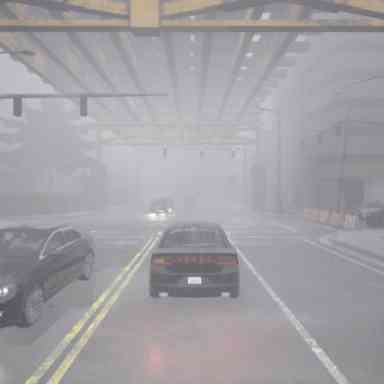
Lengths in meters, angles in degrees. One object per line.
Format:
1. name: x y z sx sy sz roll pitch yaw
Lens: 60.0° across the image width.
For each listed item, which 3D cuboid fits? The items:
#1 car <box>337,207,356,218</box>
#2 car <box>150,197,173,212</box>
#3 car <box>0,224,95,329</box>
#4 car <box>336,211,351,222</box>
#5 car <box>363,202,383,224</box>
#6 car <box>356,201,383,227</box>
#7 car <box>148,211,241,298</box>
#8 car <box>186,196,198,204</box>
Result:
1. car: 13.581 1.285 25.032 4.536 1.218 1.853 0 0 25
2. car: -3.674 1.482 38.303 2.128 1.511 4.902 0 0 0
3. car: -3.531 1.491 7.089 2.128 1.511 4.902 0 0 1
4. car: 13.534 1.442 25.053 4.974 1.542 2.038 0 0 25
5. car: 13.265 1.286 20.912 4.536 1.218 1.853 0 0 -20
6. car: 13.216 1.443 20.894 4.974 1.542 2.038 0 0 -20
7. car: 0.053 1.476 8.590 1.882 1.535 5.008 0 0 0
8. car: -0.032 1.475 60.839 2.128 1.511 4.902 0 0 0
